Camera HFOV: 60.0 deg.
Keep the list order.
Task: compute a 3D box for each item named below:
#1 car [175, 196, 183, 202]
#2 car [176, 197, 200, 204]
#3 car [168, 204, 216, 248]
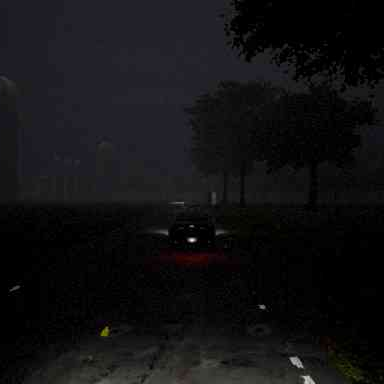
[{"bbox_3d":[-2.750,1.592,75.936,1.994,1.385,4.181,0,0,0],"label":"car"},{"bbox_3d":[0.000,1.500,29.654,2.128,1.511,4.902,0,0,0],"label":"car"},{"bbox_3d":[0.000,1.514,14.652,1.837,1.490,4.892,0,0,0],"label":"car"}]
